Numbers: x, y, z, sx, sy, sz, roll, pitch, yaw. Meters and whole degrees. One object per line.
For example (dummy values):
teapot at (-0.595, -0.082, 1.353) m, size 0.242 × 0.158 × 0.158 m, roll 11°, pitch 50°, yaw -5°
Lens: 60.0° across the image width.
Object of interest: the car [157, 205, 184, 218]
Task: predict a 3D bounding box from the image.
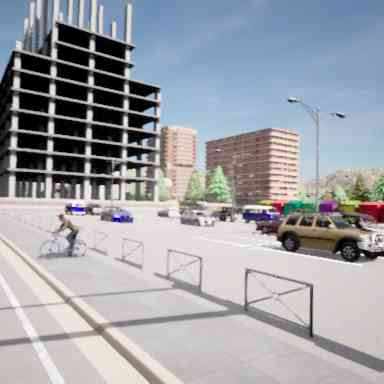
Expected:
car at (-3.421, 3.004, 47.810) m, size 1.970 × 1.475 × 3.806 m, roll 3°, pitch -2°, yaw -35°

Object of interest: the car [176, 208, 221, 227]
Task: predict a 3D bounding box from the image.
car at (0.541, 2.560, 32.143) m, size 1.970 × 1.475 × 3.806 m, roll 3°, pitch -2°, yaw -35°

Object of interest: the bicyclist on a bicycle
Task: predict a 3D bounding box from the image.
bicyclist on a bicycle at (-4.615, 1.616, 12.064) m, size 1.656 × 1.620 × 0.582 m, roll 3°, pitch -2°, yaw -35°

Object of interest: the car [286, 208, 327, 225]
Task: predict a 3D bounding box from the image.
car at (14.316, 3.040, 41.922) m, size 1.932 × 1.855 × 4.605 m, roll 3°, pitch -2°, yaw -35°

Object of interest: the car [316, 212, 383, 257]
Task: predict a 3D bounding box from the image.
car at (8.374, 1.976, 16.307) m, size 1.905 × 1.878 × 3.866 m, roll 3°, pitch -2°, yaw -35°

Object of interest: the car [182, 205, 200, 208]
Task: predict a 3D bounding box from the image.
car at (-1.052, 3.096, 49.471) m, size 1.784 × 1.438 × 3.905 m, roll 3°, pitch -2°, yaw -35°

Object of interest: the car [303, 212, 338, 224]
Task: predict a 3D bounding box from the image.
car at (16.716, 3.374, 43.524) m, size 1.784 × 1.438 × 3.905 m, roll 3°, pitch -2°, yaw -35°

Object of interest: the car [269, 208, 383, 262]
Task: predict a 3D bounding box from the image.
car at (5.976, 1.851, 14.691) m, size 1.932 × 1.855 × 4.605 m, roll 3°, pitch -2°, yaw -35°

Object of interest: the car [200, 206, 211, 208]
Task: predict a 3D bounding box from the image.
car at (1.119, 3.001, 51.060) m, size 1.932 × 1.855 × 4.605 m, roll 3°, pitch -2°, yaw -35°
